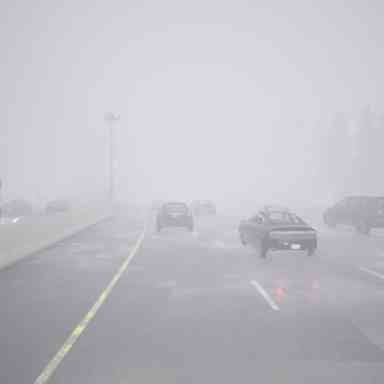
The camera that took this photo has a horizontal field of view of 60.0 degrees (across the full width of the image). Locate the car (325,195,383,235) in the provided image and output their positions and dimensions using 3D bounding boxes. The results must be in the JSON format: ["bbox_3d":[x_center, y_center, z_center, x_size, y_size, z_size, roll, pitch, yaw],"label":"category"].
[{"bbox_3d":[9.615,1.203,18.780,2.150,2.045,5.566,0,0,-5],"label":"car"}]

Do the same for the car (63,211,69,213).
[{"bbox_3d":[-14.158,1.507,35.460,1.882,1.535,5.008,0,0,-11],"label":"car"}]

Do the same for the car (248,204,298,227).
[{"bbox_3d":[5.586,1.590,23.574,1.895,1.301,4.718,0,0,-7],"label":"car"}]

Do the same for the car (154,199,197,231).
[{"bbox_3d":[-1.152,1.355,20.739,2.097,1.767,4.553,0,0,-6],"label":"car"}]

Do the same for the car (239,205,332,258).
[{"bbox_3d":[3.064,1.486,12.733,2.128,1.511,4.902,0,0,-4],"label":"car"}]

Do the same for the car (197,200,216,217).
[{"bbox_3d":[0.972,1.491,31.333,2.128,1.511,4.902,0,0,-9],"label":"car"}]

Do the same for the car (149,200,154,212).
[{"bbox_3d":[-3.945,1.557,39.109,2.033,1.411,5.357,0,0,-11],"label":"car"}]
